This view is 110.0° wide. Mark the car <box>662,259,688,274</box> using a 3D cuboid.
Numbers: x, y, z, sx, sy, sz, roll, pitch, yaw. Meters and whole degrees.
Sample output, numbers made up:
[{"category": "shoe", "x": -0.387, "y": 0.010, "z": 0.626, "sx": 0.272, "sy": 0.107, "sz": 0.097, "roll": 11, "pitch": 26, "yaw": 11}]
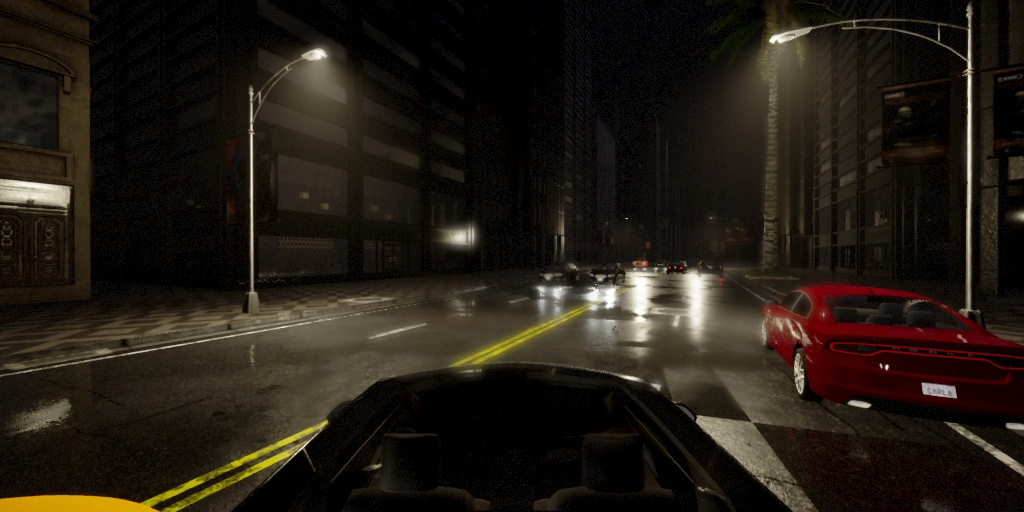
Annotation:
[{"category": "car", "x": 18.673, "y": 1.317, "z": 40.771, "sx": 2.033, "sy": 1.411, "sz": 5.357, "roll": 0, "pitch": 0, "yaw": 27}]

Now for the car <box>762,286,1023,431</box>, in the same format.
[{"category": "car", "x": 5.517, "y": 1.228, "z": 5.880, "sx": 1.882, "sy": 1.535, "sz": 5.008, "roll": 0, "pitch": 0, "yaw": 27}]

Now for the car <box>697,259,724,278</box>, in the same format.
[{"category": "car", "x": 19.310, "y": 1.118, "z": 34.948, "sx": 2.097, "sy": 1.767, "sz": 4.553, "roll": 0, "pitch": 0, "yaw": 27}]

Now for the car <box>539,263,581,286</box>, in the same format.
[{"category": "car", "x": 3.547, "y": 1.248, "z": 26.046, "sx": 2.128, "sy": 1.511, "sz": 4.902, "roll": 0, "pitch": 0, "yaw": 27}]

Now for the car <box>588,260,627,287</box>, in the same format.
[{"category": "car", "x": 6.789, "y": 1.248, "z": 25.240, "sx": 2.128, "sy": 1.511, "sz": 4.902, "roll": 0, "pitch": 0, "yaw": 27}]
